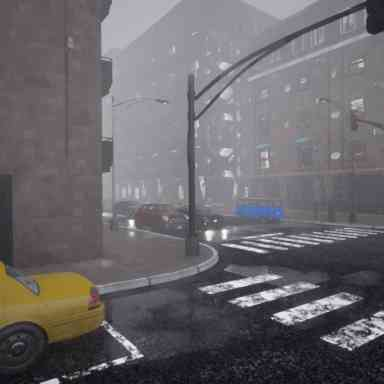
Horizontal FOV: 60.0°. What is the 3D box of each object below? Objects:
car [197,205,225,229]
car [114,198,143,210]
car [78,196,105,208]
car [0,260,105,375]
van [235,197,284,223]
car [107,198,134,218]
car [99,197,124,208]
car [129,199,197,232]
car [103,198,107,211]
[{"bbox_3d":[0.231,1.545,21.584,1.994,1.385,4.181,-1,0,-36],"label":"car"},{"bbox_3d":[-8.308,1.463,43.265,1.887,1.381,4.507,-1,0,-36],"label":"car"},{"bbox_3d":[-14.270,1.429,46.997,2.128,1.511,4.902,-1,0,-36],"label":"car"},{"bbox_3d":[-3.566,1.525,4.024,4.829,1.417,1.752,0,0,-35],"label":"car"},{"bbox_3d":[4.967,1.280,24.917,1.690,1.788,3.998,0,0,-36],"label":"van"},{"bbox_3d":[-5.604,1.493,29.650,1.812,1.442,4.674,-1,0,-36],"label":"car"},{"bbox_3d":[-11.626,1.463,47.852,1.887,1.381,4.507,-1,0,-36],"label":"car"},{"bbox_3d":[-1.834,1.440,20.021,1.967,1.590,4.097,0,0,-36],"label":"car"},{"bbox_3d":[-11.544,1.452,37.874,2.128,1.511,4.902,-1,0,-36],"label":"car"}]
